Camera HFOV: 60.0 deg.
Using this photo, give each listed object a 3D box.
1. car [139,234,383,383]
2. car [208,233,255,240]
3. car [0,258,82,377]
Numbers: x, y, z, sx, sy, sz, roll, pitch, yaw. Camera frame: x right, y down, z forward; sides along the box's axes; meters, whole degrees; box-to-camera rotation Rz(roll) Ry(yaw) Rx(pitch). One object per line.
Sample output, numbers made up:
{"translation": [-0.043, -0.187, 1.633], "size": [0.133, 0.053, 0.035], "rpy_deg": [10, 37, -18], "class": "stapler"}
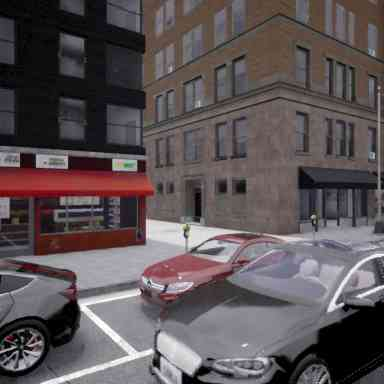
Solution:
{"translation": [1.788, 1.491, 4.649], "size": [4.902, 1.511, 2.128], "rpy_deg": [0, 0, -35], "class": "car"}
{"translation": [0.915, 1.582, 7.183], "size": [4.206, 1.307, 1.802], "rpy_deg": [0, 0, -35], "class": "car"}
{"translation": [-3.566, 1.566, 3.991], "size": [4.313, 1.339, 1.947], "rpy_deg": [0, 0, -35], "class": "car"}
